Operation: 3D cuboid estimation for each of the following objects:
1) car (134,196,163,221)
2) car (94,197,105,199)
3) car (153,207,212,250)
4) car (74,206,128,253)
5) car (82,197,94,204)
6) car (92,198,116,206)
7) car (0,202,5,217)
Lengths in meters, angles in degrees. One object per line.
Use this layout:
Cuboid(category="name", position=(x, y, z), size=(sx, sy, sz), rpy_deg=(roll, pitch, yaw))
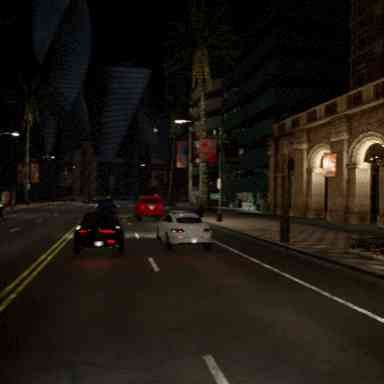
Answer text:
Cuboid(category="car", position=(-3.841, 1.379, 29.183), size=(2.150, 2.045, 5.566), rpy_deg=(1, 0, -13))
Cuboid(category="car", position=(-17.968, 1.820, 68.570), size=(1.994, 1.385, 4.181), rpy_deg=(1, 0, 5))
Cuboid(category="car", position=(-0.435, 1.629, 14.936), size=(1.812, 1.442, 4.674), rpy_deg=(1, 0, -13))
Cuboid(category="car", position=(-3.826, 1.561, 14.066), size=(1.837, 1.490, 4.892), rpy_deg=(1, 0, -13))
Cuboid(category="car", position=(-21.362, 1.731, 69.625), size=(1.837, 1.490, 4.892), rpy_deg=(1, 0, 5))
Cuboid(category="car", position=(-7.348, 1.593, 28.817), size=(1.882, 1.535, 5.008), rpy_deg=(1, 0, -13))
Cuboid(category="car", position=(-17.698, 1.462, 28.702), size=(2.231, 1.521, 4.892), rpy_deg=(1, 0, -13))
